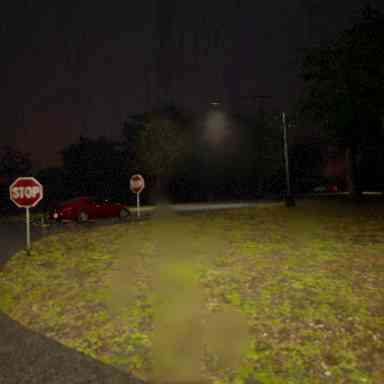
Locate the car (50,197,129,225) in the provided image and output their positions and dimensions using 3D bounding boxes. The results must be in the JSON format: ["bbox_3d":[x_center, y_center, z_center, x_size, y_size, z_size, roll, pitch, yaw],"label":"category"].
[{"bbox_3d":[-5.637,0.985,18.721,1.812,1.442,4.674,-4,-1,34],"label":"car"}]

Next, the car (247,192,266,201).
[{"bbox_3d":[10.653,0.650,54.837,1.994,1.385,4.181,-4,-1,34],"label":"car"}]

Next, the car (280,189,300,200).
[{"bbox_3d":[13.853,0.324,47.156,1.812,1.442,4.674,-4,-1,34],"label":"car"}]

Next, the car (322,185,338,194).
[{"bbox_3d":[36.221,-0.706,86.180,2.150,2.045,5.566,-4,-1,33],"label":"car"}]
